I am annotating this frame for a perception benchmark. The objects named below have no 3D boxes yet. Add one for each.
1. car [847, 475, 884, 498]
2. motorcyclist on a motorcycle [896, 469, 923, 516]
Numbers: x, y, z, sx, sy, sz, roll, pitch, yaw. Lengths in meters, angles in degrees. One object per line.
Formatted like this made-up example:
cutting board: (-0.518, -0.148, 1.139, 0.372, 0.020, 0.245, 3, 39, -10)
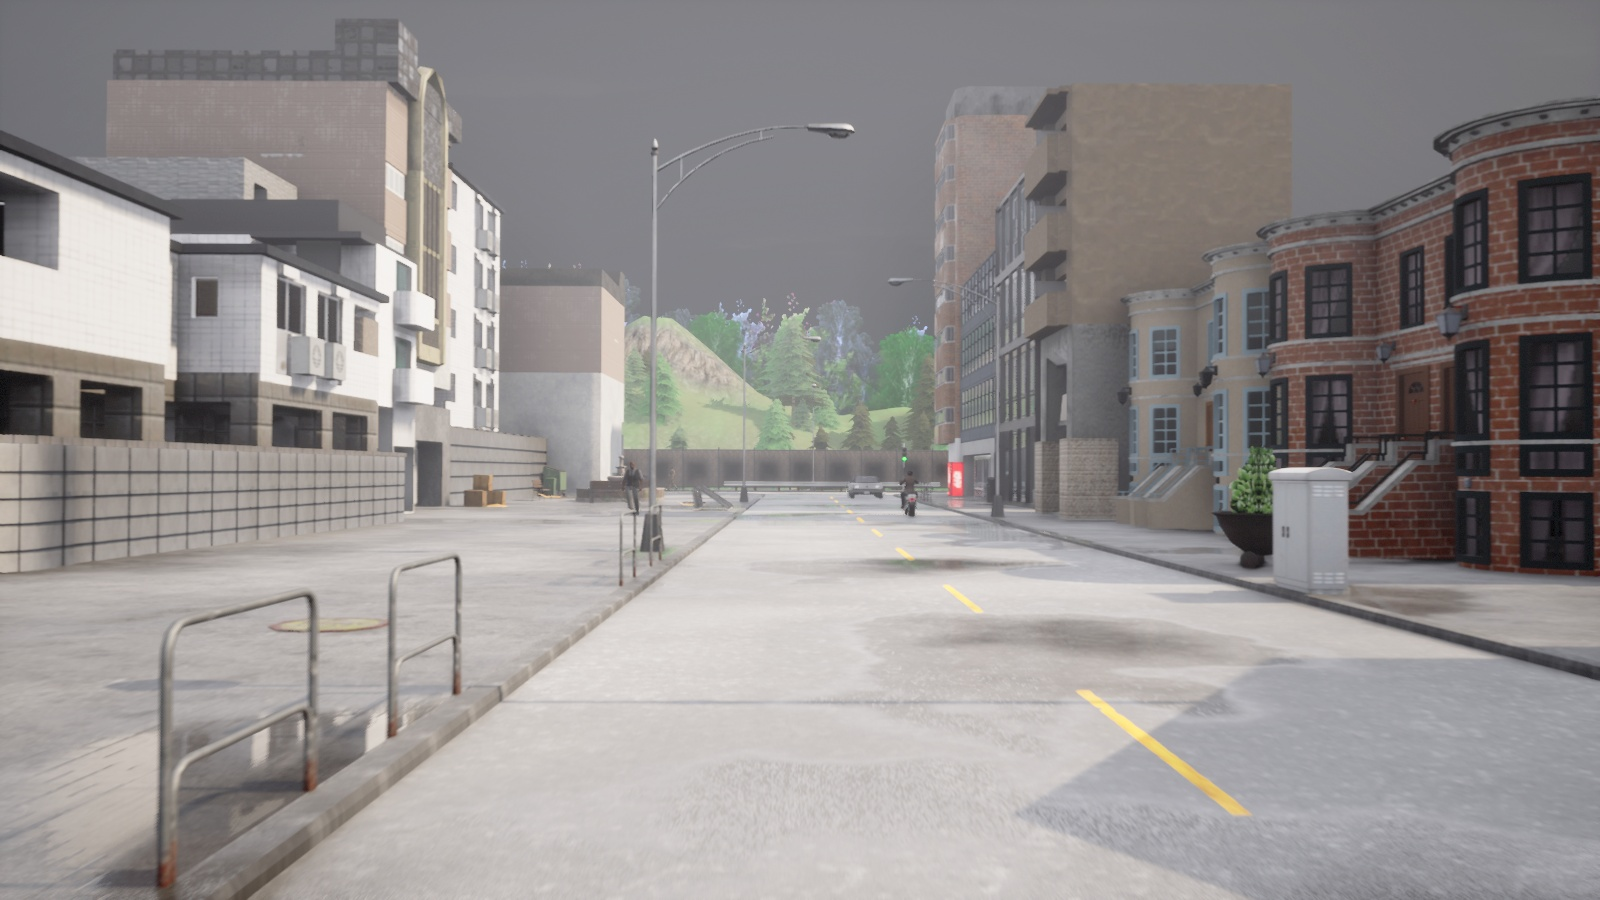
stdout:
car: (3.819, 2.135, 73.812, 1.895, 1.301, 4.718, 0, -1, 0)
motorcyclist on a motorcycle: (3.889, 1.499, 44.773, 0.766, 1.649, 2.350, 0, -1, 0)
